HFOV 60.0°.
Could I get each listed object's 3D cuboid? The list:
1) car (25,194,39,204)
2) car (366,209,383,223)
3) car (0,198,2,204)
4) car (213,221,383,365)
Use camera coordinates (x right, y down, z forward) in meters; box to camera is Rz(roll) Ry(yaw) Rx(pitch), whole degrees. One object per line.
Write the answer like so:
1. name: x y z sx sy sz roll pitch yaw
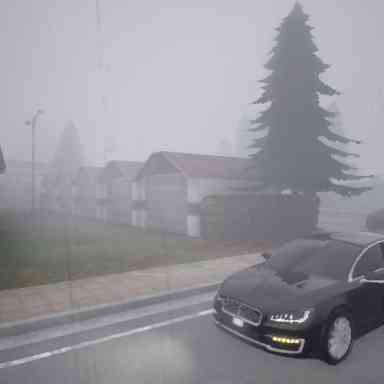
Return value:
1. car: -30.276 1.328 62.695 1.905 1.878 3.866 0 0 -36
2. car: 11.789 1.567 18.640 1.994 1.385 4.181 0 0 -8
3. car: -37.406 1.495 62.894 2.242 1.667 4.611 0 0 -36
4. car: 2.569 1.505 5.921 4.892 1.490 1.837 0 0 -37
